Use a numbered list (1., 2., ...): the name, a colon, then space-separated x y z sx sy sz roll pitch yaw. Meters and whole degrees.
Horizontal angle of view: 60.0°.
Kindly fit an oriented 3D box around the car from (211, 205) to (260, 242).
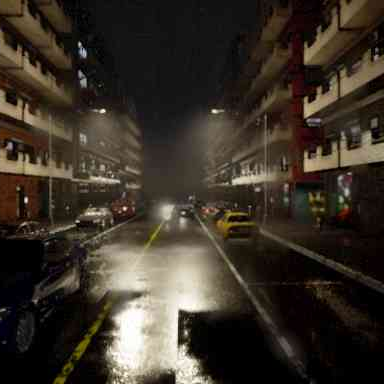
1. car: 2.187 1.607 16.764 1.752 1.417 4.829 -1 0 -2

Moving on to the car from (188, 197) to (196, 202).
1. car: -0.088 2.044 89.383 2.008 1.369 4.403 -1 0 -2

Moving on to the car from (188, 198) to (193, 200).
1. car: -1.275 1.852 44.879 1.895 1.301 4.718 0 0 -2

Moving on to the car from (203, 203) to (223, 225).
1. car: 2.017 1.678 22.193 1.947 1.339 4.313 -1 0 -2

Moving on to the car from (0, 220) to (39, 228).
1. car: -6.009 1.637 10.761 2.008 1.369 4.403 -1 0 -2

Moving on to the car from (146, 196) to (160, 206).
1. car: -7.768 1.716 66.754 2.192 1.841 5.009 -1 0 -2

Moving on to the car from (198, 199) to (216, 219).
1. car: 1.839 1.583 27.793 1.967 1.590 4.097 -1 0 -2

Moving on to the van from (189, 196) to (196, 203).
1. van: 0.083 1.802 83.785 1.690 1.788 3.998 -1 0 -2

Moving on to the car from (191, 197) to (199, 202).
1. car: 1.140 1.835 50.189 1.947 1.339 4.313 -1 0 -2

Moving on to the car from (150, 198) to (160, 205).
1. car: -7.938 2.015 72.352 1.802 1.307 4.206 -1 0 -2

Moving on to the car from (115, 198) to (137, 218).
1. car: -6.715 1.526 33.159 2.192 1.841 5.009 -1 0 -2

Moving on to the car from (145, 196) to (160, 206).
1. car: -7.588 1.920 61.153 2.008 1.369 4.403 -1 0 -2

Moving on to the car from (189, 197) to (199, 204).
1. car: 0.436 1.837 72.587 1.967 1.590 4.097 -1 0 -2

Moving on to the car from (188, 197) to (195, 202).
1. car: -0.264 2.071 94.982 1.887 1.381 4.507 -1 0 -2

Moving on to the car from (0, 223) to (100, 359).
1. car: -3.261 1.575 6.159 1.812 1.442 4.674 0 0 -2

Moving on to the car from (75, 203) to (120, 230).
1. car: -6.360 1.699 21.959 2.008 1.369 4.403 -1 0 -2

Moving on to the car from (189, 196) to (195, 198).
1. car: 0.964 1.852 55.789 2.008 1.369 4.403 -1 0 -2

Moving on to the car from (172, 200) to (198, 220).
1. car: -0.800 1.729 29.671 1.994 1.385 4.181 0 0 -2
